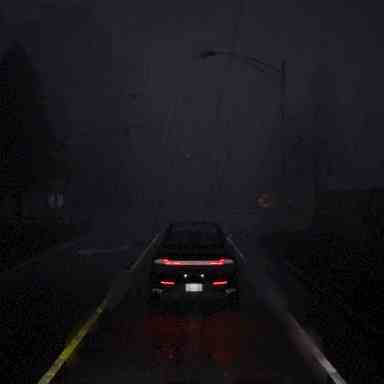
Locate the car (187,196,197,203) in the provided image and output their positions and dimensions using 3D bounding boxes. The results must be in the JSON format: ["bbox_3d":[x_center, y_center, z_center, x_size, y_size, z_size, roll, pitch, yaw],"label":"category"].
[{"bbox_3d":[0.011,1.491,69.592,2.128,1.511,4.902,0,0,0],"label":"car"}]

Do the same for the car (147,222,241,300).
[{"bbox_3d":[0.055,1.492,8.361,2.128,1.511,4.902,0,0,0],"label":"car"}]

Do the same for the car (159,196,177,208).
[{"bbox_3d":[-3.584,1.547,47.364,2.033,1.411,5.357,0,0,0],"label":"car"}]
